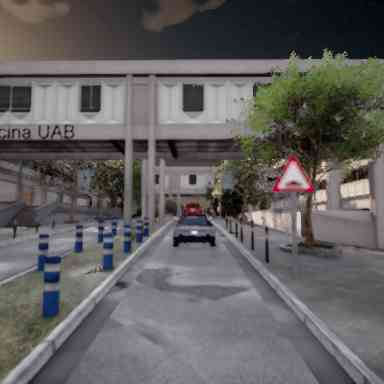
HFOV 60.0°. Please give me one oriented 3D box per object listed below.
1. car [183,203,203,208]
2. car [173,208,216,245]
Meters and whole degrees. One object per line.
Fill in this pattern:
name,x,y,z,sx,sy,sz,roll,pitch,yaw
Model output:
car,0.092,2.321,39.969,2.150,2.045,5.566,0,-3,0
car,0.096,1.750,16.655,1.994,1.385,4.181,0,0,0
